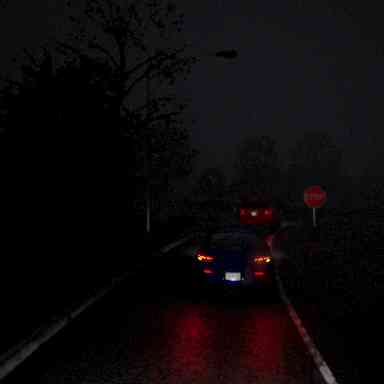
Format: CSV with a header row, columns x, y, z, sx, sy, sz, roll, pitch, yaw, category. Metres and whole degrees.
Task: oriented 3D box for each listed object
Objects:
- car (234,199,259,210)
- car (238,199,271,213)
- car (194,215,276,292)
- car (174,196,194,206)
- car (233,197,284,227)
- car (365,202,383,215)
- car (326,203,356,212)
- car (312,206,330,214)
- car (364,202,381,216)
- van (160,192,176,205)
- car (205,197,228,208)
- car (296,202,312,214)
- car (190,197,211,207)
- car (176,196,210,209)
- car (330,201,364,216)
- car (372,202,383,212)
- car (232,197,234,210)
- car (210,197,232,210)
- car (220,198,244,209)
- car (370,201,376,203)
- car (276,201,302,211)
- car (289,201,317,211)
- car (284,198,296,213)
x,y,z,sx,sy,sz,roll,pitch,yaw,category
9.358,2.055,57.343,1.946,1.575,5.366,4,-1,-17,car
7.963,1.781,43.038,2.097,1.535,5.008,4,-1,-17,car
1.167,1.570,9.051,1.812,1.442,4.674,0,0,8,car
-1.362,1.401,53.871,2.002,1.452,4.674,4,-1,-17,car
4.642,1.437,22.400,2.150,2.045,5.566,0,-1,20,car
26.594,2.774,48.775,2.163,1.488,4.792,2,0,-17,car
27.990,2.884,62.656,1.946,1.575,5.366,2,0,-17,car
15.952,2.285,45.458,2.163,1.488,4.792,3,-1,-17,car
23.948,2.665,47.904,2.163,1.488,4.792,2,-1,-17,car
-3.858,0.961,52.971,1.878,1.987,4.442,4,0,-17,van
4.068,1.761,55.560,2.163,1.488,4.792,4,-1,-17,car
13.293,2.109,44.668,2.231,1.521,4.892,3,-1,-17,car
1.296,1.586,54.684,2.002,1.452,4.674,4,-1,-17,car
0.002,1.265,40.576,2.163,1.488,4.792,4,-1,-17,car
21.292,2.392,47.089,2.185,1.767,4.553,3,-1,-17,car
38.598,3.047,66.127,2.185,1.767,4.553,1,0,-17,car
5.308,1.479,42.263,2.185,1.767,4.553,4,-1,-17,car
2.641,1.450,41.445,2.163,1.488,4.792,4,-1,-17,car
6.689,1.896,56.526,1.946,1.575,5.366,3,-1,-17,car
29.263,2.721,49.593,2.185,1.767,4.553,2,0,-17,car
17.280,2.463,59.567,2.097,1.535,5.008,3,-1,-17,car
20.068,2.588,60.420,2.231,1.521,4.892,3,-1,-17,car
10.634,1.698,43.890,2.435,2.045,5.566,4,-1,-17,car
